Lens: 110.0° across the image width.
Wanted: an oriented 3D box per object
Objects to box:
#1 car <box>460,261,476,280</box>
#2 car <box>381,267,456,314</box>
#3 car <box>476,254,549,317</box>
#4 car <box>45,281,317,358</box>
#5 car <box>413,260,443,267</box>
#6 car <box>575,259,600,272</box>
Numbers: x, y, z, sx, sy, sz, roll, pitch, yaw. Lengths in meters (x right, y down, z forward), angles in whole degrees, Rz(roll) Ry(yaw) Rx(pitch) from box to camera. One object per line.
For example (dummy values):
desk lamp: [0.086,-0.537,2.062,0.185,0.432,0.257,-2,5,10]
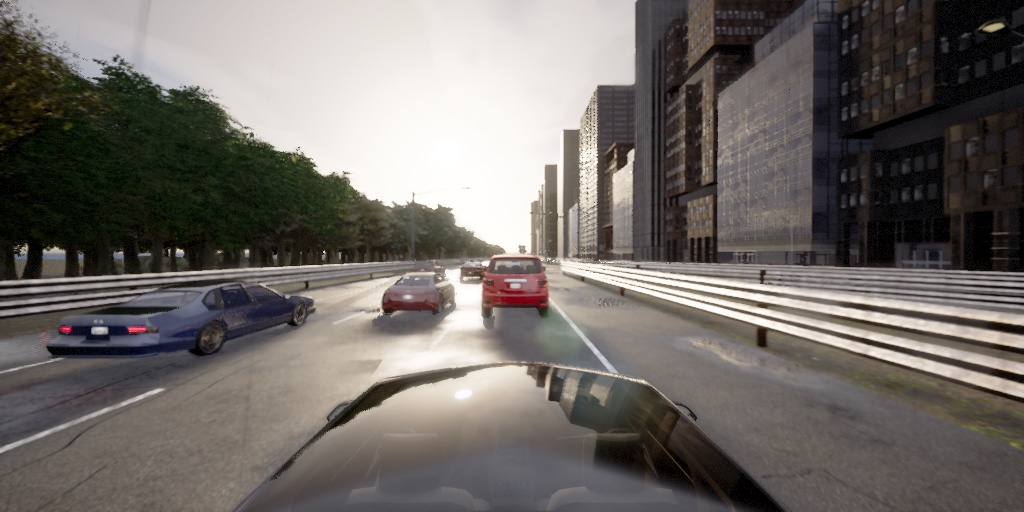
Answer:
car: [-3.394,1.224,31.616,1.882,1.535,5.008,0,0,0]
car: [-3.396,1.310,13.705,1.994,1.385,4.181,0,0,0]
car: [0.104,0.967,13.232,2.150,2.045,5.566,0,0,0]
car: [-6.896,1.295,8.509,2.033,1.411,5.357,0,0,0]
car: [-6.893,1.099,29.766,2.097,1.767,4.553,0,0,0]
car: [9.772,1.226,45.882,2.033,1.649,4.856,0,0,-13]
